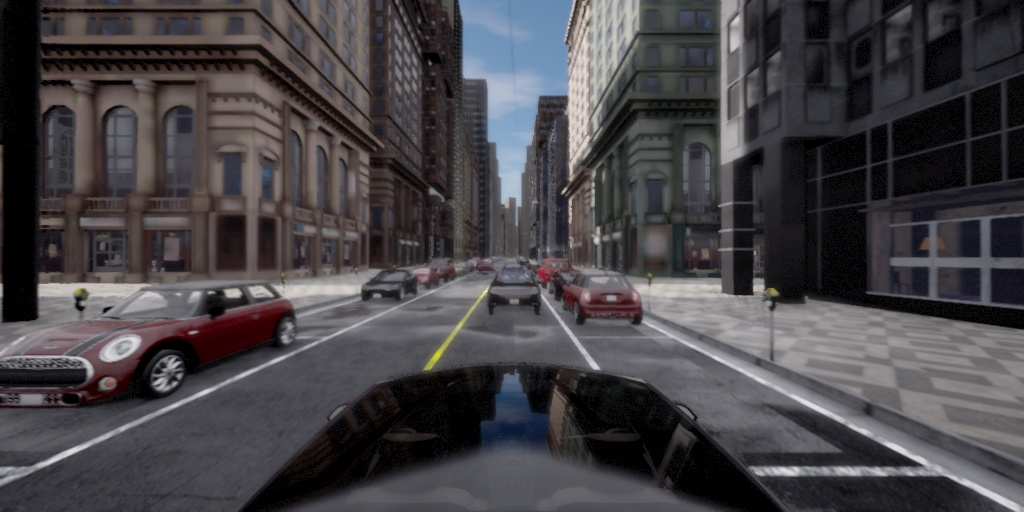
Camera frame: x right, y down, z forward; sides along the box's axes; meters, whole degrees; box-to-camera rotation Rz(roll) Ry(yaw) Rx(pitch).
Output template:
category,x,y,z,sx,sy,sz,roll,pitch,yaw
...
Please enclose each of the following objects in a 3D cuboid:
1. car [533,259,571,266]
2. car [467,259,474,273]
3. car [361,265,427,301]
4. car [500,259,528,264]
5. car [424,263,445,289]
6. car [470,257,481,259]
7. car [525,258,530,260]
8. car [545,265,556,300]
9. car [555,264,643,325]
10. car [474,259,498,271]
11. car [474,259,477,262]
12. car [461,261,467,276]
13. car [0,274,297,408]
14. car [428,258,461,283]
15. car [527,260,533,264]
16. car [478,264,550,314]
category,x,y,z,sx,sy,sz,roll,pitch,yaw
car,2.762,1.076,23.099,2.192,1.841,5.009,0,0,0
car,-5.764,1.322,39.900,2.007,1.370,4.403,0,0,0
car,-5.763,1.324,17.493,1.948,1.339,4.313,0,0,0
car,0.085,1.270,29.158,1.837,1.490,4.892,0,0,0
car,-5.763,1.344,23.095,1.802,1.307,4.207,0,0,0
car,-5.765,1.218,51.104,1.967,1.591,4.097,0,0,0
car,2.761,1.320,45.508,1.888,1.381,4.507,0,0,0
car,2.762,1.324,17.497,1.948,1.339,4.313,0,0,0
car,2.763,1.195,11.895,1.967,1.591,4.097,0,0,0
car,-3.093,1.375,43.586,1.895,1.301,4.718,0,0,0
car,-5.764,1.341,45.502,1.948,1.339,4.313,0,0,0
car,-5.764,1.294,34.129,1.751,1.417,4.829,0,0,0
car,-5.762,1.192,6.290,1.967,1.591,4.097,0,0,0
car,-5.763,1.080,28.697,2.192,1.841,5.009,0,0,0
car,2.761,1.319,34.304,2.007,1.370,4.403,0,0,0
car,0.085,1.248,13.870,2.128,1.511,4.902,0,0,0
